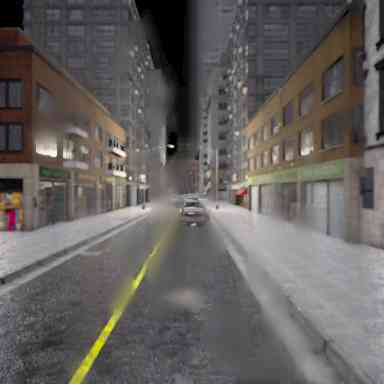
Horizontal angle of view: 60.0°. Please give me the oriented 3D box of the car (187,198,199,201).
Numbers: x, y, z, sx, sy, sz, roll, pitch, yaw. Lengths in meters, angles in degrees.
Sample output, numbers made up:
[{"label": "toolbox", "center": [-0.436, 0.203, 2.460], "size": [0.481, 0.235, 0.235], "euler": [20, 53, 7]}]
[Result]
[{"label": "car", "center": [0.111, 1.519, 39.860], "size": [1.837, 1.490, 4.892], "euler": [0, 0, 0]}]

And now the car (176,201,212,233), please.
[{"label": "car", "center": [0.105, 1.507, 19.802], "size": [1.837, 1.490, 4.892], "euler": [0, 0, 0]}]
